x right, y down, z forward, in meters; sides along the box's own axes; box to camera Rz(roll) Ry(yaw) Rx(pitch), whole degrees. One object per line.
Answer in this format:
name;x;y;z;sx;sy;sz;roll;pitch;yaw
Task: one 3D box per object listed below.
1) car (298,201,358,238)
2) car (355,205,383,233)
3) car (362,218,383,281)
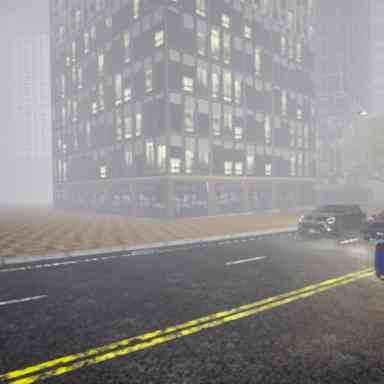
car;7.733;1.385;18.158;4.553;1.767;2.097;0;0;-40
car;9.859;1.496;15.692;5.008;1.535;1.882;0;0;-40
car;6.556;1.483;8.529;5.008;1.535;1.882;0;0;-38
